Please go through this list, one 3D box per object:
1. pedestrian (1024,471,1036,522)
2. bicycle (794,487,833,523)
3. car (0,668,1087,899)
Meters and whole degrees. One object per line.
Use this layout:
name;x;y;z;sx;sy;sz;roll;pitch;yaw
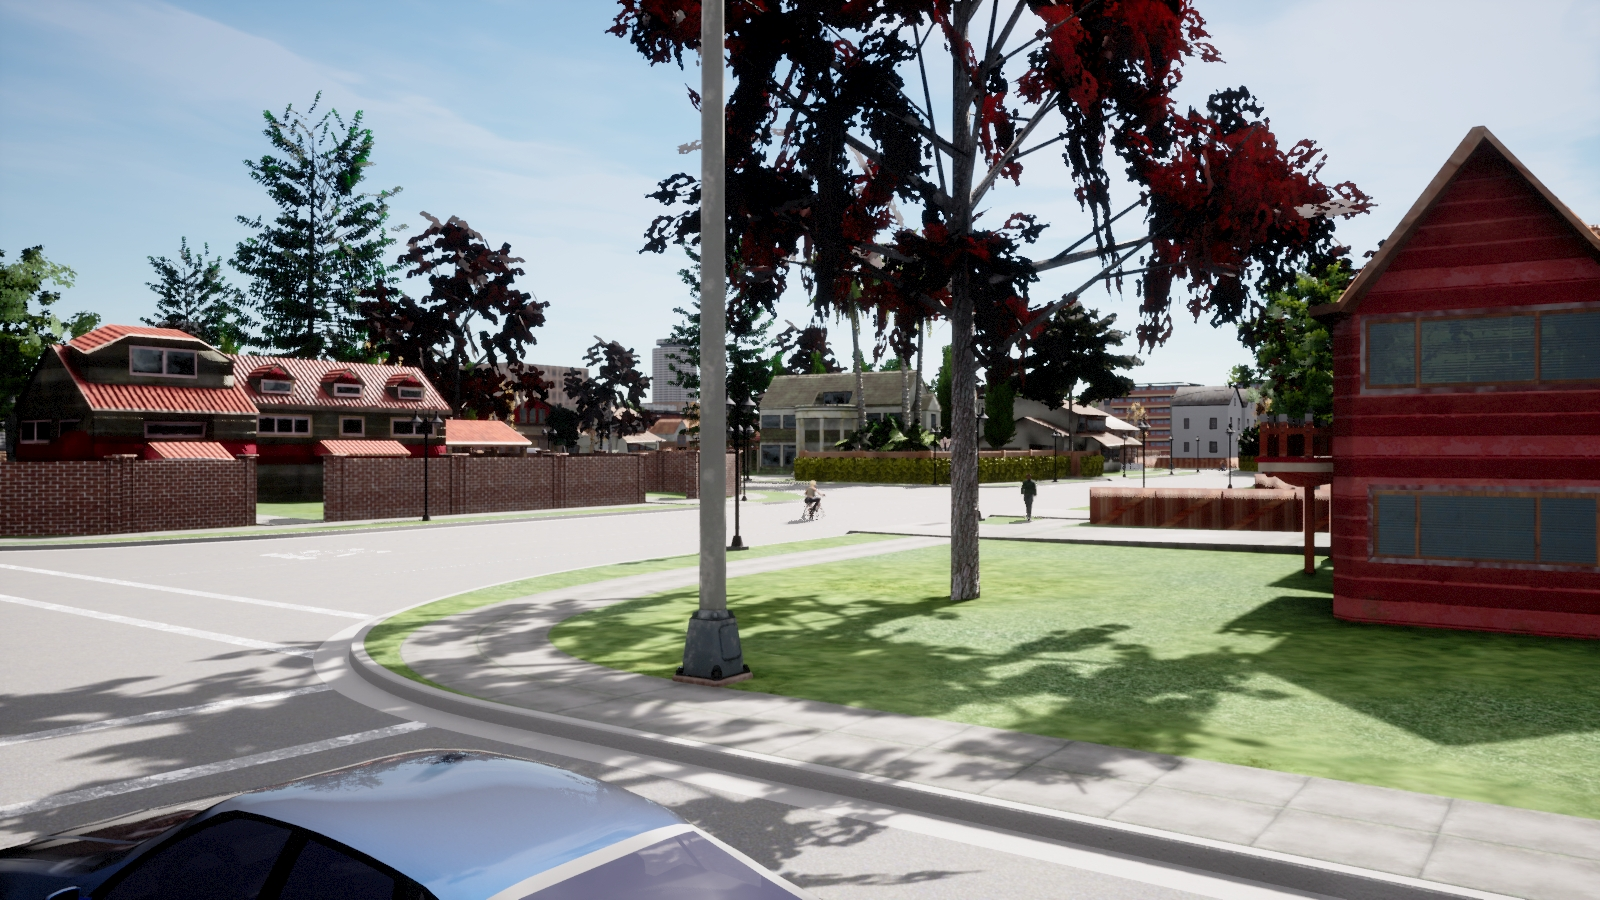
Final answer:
pedestrian;8.433;1.704;41.944;0.375;1.860;0.375;0;0;22
bicycle;0.547;2.145;44.821;0.859;1.301;1.487;0;0;33
car;-1.713;2.106;4.943;5.357;1.411;2.033;0;0;36
